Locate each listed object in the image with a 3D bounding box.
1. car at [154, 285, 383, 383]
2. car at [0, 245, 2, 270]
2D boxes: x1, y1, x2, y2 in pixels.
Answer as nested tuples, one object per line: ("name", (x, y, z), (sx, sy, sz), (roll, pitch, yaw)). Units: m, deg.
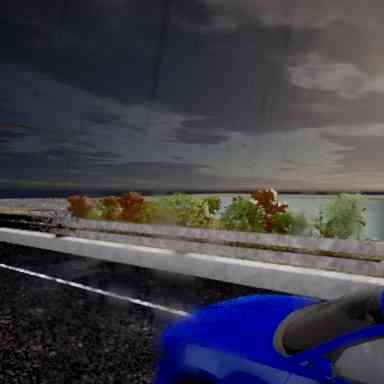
("car", (1.934, 1.479, 2.488), (5.008, 1.535, 1.882), (0, 0, 36))
("car", (-6.959, 1.506, 8.883), (4.792, 1.488, 2.163), (0, 0, 36))
